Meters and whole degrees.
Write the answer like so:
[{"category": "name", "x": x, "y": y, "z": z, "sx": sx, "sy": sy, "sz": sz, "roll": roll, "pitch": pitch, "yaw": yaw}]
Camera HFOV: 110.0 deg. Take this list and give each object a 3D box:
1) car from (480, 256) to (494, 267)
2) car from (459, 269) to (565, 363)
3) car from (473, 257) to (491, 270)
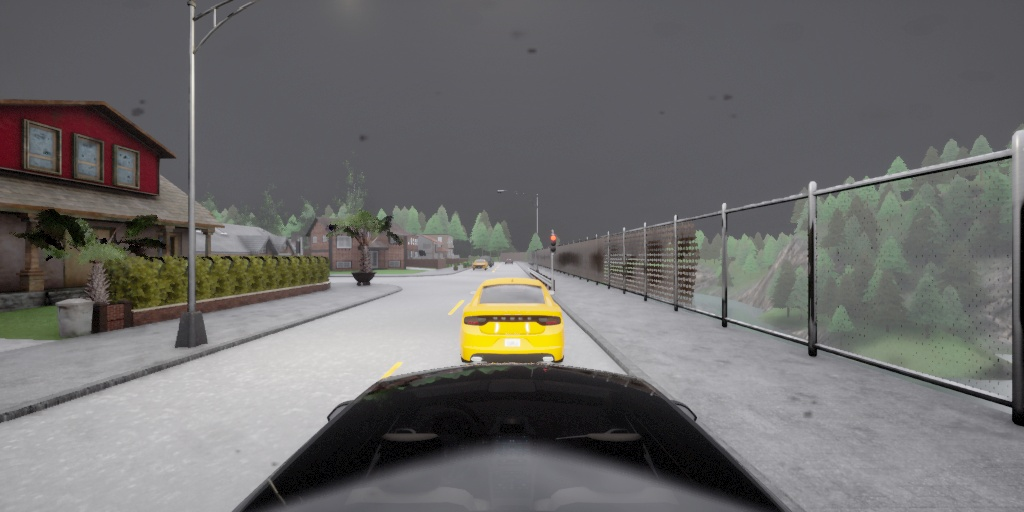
[{"category": "car", "x": -4.592, "y": 0.972, "z": 61.744, "sx": 2.150, "sy": 2.045, "sz": 5.566, "roll": 0, "pitch": 0, "yaw": 0}, {"category": "car", "x": 0.005, "y": 1.228, "z": 8.183, "sx": 1.882, "sy": 1.535, "sz": 5.008, "roll": 0, "pitch": 0, "yaw": 0}, {"category": "car", "x": -4.523, "y": 1.227, "z": 51.442, "sx": 1.882, "sy": 1.535, "sz": 5.008, "roll": 0, "pitch": 0, "yaw": 0}]
